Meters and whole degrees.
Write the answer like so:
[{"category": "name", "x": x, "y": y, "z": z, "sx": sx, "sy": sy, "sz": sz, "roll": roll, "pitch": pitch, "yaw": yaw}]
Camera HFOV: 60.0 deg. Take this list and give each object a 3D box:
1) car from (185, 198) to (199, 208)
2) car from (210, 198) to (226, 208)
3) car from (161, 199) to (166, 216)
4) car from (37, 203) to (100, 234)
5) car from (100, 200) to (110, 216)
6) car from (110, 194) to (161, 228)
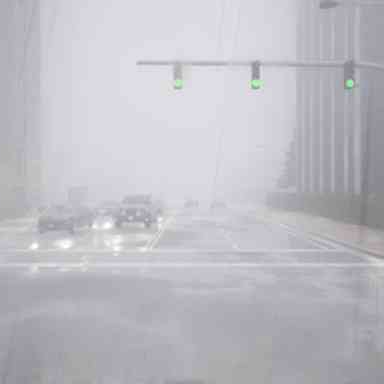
[{"category": "car", "x": 0.018, "y": 1.497, "z": 45.619, "sx": 1.895, "sy": 1.301, "sz": 4.718, "roll": 0, "pitch": 0, "yaw": 1}, {"category": "car", "x": 3.522, "y": 1.497, "z": 45.458, "sx": 1.895, "sy": 1.301, "sz": 4.718, "roll": 0, "pitch": 0, "yaw": 1}, {"category": "car", "x": -3.584, "y": 1.404, "z": 32.309, "sx": 1.882, "sy": 1.535, "sz": 5.008, "roll": 0, "pitch": 0, "yaw": 1}, {"category": "car", "x": -7.102, "y": 1.434, "z": 19.223, "sx": 1.882, "sy": 1.535, "sz": 5.008, "roll": 0, "pitch": 0, "yaw": 0}, {"category": "car", "x": -7.091, "y": 1.426, "z": 28.710, "sx": 2.128, "sy": 1.511, "sz": 4.902, "roll": 0, "pitch": 0, "yaw": 0}, {"category": "car", "x": -3.602, "y": 1.170, "z": 22.314, "sx": 2.150, "sy": 2.045, "sz": 5.566, "roll": 0, "pitch": 0, "yaw": 0}]
